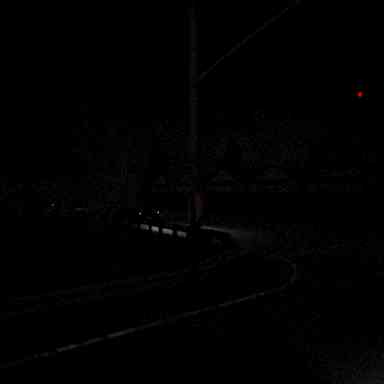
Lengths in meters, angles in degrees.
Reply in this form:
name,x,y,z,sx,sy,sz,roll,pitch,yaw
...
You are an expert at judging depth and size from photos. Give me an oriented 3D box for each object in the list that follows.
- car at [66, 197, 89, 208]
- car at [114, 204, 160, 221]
name,x,y,z,sx,sy,sz,roll,pitch,yaw
car,-16.203,1.490,47.345,1.837,1.490,4.892,-1,0,4
car,-4.361,1.632,26.158,1.895,1.301,4.718,-1,1,-35
